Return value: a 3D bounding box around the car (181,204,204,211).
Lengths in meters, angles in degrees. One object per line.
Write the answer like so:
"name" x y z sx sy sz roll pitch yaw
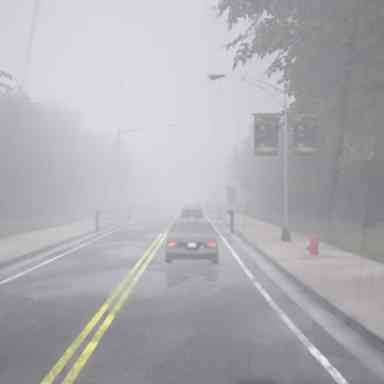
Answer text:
"car" 0.008 1.764 29.269 1.882 1.535 5.008 0 0 0

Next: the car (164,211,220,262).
"car" 0.012 1.671 12.547 2.033 1.411 5.357 0 -1 0
